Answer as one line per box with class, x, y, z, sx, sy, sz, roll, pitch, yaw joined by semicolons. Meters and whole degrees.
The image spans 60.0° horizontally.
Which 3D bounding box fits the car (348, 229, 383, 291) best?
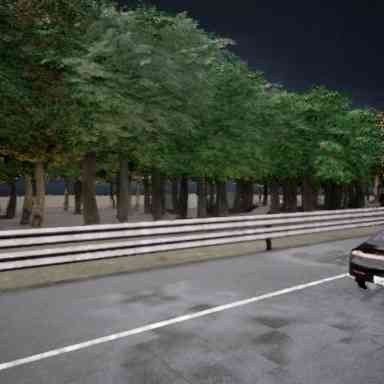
car;5.596;1.478;7.739;4.902;1.511;2.128;0;0;-36
